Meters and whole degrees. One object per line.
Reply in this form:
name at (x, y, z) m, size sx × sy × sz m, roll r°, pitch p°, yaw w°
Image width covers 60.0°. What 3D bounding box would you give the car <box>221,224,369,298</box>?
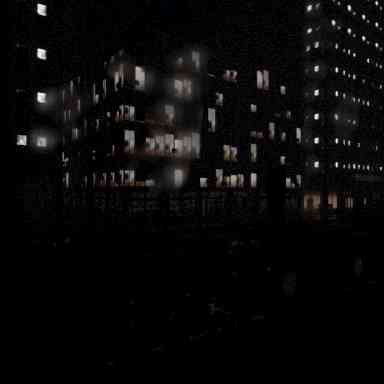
car at (2.760, 1.545, 8.516) m, size 4.507 × 1.381 × 1.887 m, roll 0°, pitch 0°, yaw -35°
